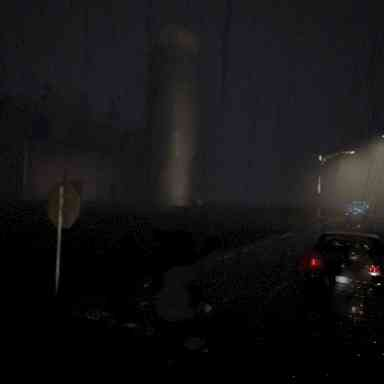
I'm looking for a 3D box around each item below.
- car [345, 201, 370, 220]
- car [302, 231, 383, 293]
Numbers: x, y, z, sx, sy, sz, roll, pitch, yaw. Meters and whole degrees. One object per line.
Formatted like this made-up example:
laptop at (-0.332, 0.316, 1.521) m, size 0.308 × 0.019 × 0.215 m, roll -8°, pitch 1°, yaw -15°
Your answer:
car at (19.988, 2.165, 39.962) m, size 2.150 × 2.045 × 5.566 m, roll 2°, pitch 0°, yaw 33°
car at (4.649, 1.816, 9.728) m, size 1.895 × 1.301 × 4.718 m, roll 2°, pitch 0°, yaw 30°
